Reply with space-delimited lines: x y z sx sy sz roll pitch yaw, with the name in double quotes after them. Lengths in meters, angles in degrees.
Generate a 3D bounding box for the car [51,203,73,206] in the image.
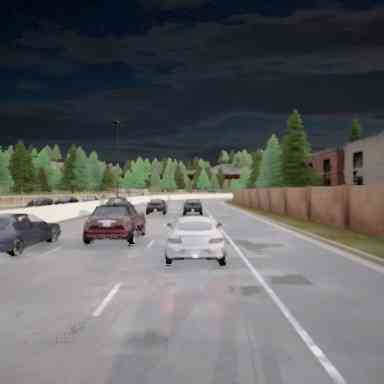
-17.585 1.380 46.926 1.882 1.535 5.008 0 0 0 "car"

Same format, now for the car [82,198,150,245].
-3.404 1.317 15.430 2.097 1.767 4.553 0 0 0 "car"

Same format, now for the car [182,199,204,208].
0.090 1.428 33.316 1.837 1.490 4.892 0 0 0 "car"

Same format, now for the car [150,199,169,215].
-3.409 1.431 33.221 1.837 1.490 4.892 0 0 0 "car"

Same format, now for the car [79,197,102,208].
-14.088 1.427 46.406 1.812 1.442 4.674 0 0 0 "car"

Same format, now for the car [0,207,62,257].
-6.902 1.522 12.838 2.033 1.411 5.357 0 0 0 "car"

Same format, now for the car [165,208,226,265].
0.086 1.499 11.458 1.812 1.442 4.674 0 0 0 "car"
